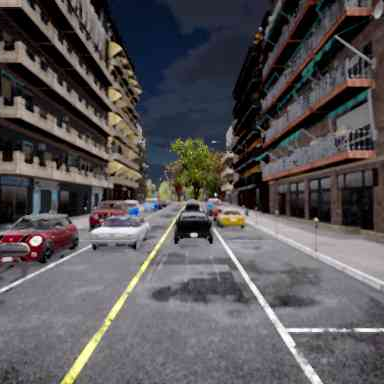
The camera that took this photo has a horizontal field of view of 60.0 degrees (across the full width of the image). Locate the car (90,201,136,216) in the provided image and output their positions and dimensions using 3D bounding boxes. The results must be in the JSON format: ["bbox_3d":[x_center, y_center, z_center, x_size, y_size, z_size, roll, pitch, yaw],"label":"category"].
[{"bbox_3d":[-5.683,1.560,23.591,2.192,1.841,5.009,1,-1,0],"label":"car"}]

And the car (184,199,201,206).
[{"bbox_3d":[0.086,1.952,42.675,1.837,1.490,4.892,0,0,0],"label":"car"}]

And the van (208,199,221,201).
[{"bbox_3d":[2.678,1.764,40.538,1.690,1.788,3.998,1,-1,0],"label":"van"}]

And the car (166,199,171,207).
[{"bbox_3d":[-5.700,2.231,63.217,1.947,1.339,4.313,1,-1,0],"label":"car"}]

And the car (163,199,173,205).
[{"bbox_3d":[-5.798,2.403,80.197,2.008,1.369,4.403,1,-1,0],"label":"car"}]

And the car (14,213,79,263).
[{"bbox_3d":[-5.681,1.567,12.267,1.967,1.590,4.097,1,-1,0],"label":"car"}]

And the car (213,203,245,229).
[{"bbox_3d":[2.695,1.772,23.723,1.752,1.417,4.829,1,-1,0],"label":"car"}]

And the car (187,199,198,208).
[{"bbox_3d":[0.081,2.124,61.410,1.882,1.535,5.008,0,-1,0],"label":"car"}]

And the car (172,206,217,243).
[{"bbox_3d":[0.057,1.681,17.013,1.837,1.490,4.892,0,-1,-1],"label":"car"}]

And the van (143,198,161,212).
[{"bbox_3d":[-5.691,1.824,46.235,1.690,1.788,3.998,1,-1,0],"label":"van"}]

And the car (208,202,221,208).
[{"bbox_3d":[2.696,1.849,29.213,1.887,1.381,4.507,1,-1,0],"label":"car"}]

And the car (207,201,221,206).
[{"bbox_3d":[2.698,1.929,34.875,1.947,1.339,4.313,1,-1,0],"label":"car"}]

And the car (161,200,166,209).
[{"bbox_3d":[-5.692,1.858,51.896,2.192,1.841,5.009,1,-1,0],"label":"car"}]

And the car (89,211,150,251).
[{"bbox_3d":[-3.106,1.758,15.105,1.895,1.301,4.718,0,-1,0],"label":"car"}]

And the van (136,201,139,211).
[{"bbox_3d":[-5.685,1.645,29.251,1.690,1.788,3.998,1,-1,0],"label":"van"}]

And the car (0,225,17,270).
[{"bbox_3d":[-5.681,1.614,6.603,1.887,1.381,4.507,1,-1,0],"label":"car"}]
